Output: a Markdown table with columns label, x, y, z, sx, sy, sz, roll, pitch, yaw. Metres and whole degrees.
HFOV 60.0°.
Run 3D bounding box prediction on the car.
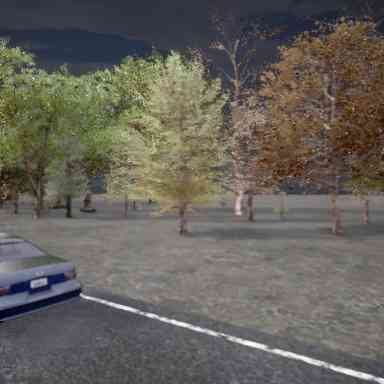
| label | x | y | z | sx | sy | sz | roll | pitch | yaw |
| --- | --- | --- | --- | --- | --- | --- | --- | --- | --- |
| car | -4.577 | 1.571 | 6.954 | 5.357 | 1.411 | 2.033 | -1 | 0 | 35 |
